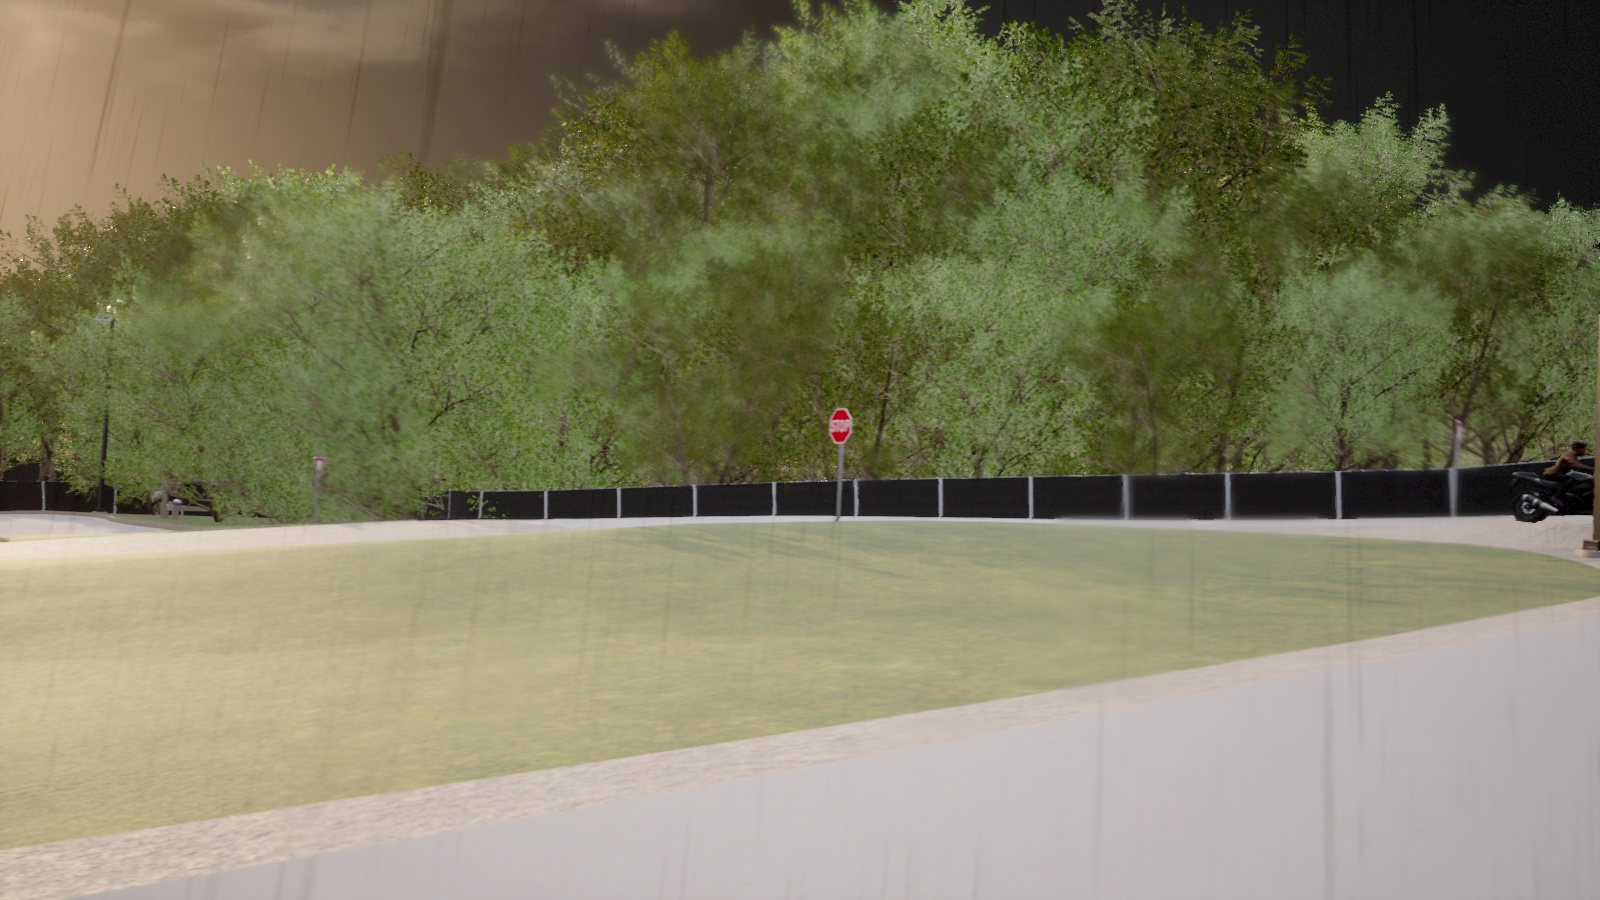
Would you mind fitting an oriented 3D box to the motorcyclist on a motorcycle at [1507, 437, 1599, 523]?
[{"bbox_3d":[14.160,0.547,22.904,2.044,1.523,0.797,-2,-3,42],"label":"motorcyclist on a motorcycle"}]

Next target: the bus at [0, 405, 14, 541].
[{"bbox_3d":[-29.767,0.508,37.074,3.944,4.253,10.273,2,-1,42],"label":"bus"}]
